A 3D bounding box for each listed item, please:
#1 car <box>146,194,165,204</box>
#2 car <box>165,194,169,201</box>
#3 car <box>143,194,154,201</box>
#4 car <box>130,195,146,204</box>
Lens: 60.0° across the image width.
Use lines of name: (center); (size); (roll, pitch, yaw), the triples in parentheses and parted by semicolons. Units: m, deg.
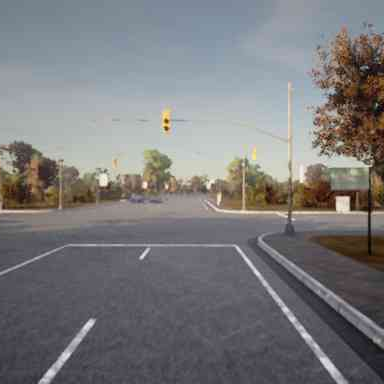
car: (-6.746, 1.405, 61.920); (2.033, 1.411, 5.357); (0, 0, 1)
car: (-6.644, 1.170, 77.496); (2.097, 1.767, 4.553); (0, 0, 0)
car: (-10.144, 1.314, 77.493); (1.837, 1.490, 4.892); (0, 0, 0)
car: (-10.255, 1.334, 61.971); (1.882, 1.535, 5.008); (0, 0, 1)
